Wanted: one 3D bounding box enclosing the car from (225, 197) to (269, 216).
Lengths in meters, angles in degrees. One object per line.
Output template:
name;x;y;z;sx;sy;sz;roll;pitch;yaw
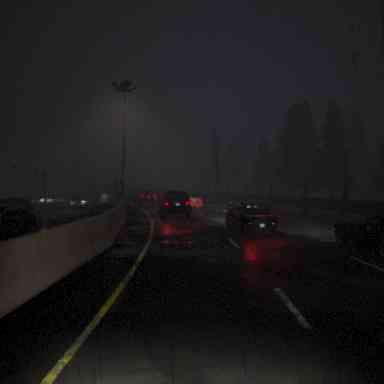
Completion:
car;4.803;1.245;30.037;2.033;1.411;5.357;1;1;-12

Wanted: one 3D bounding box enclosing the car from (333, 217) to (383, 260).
car;7.028;1.551;12.091;1.895;1.301;4.718;1;1;-2

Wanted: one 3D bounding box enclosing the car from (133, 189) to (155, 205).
car;-6.082;0.607;42.666;2.150;2.045;5.566;1;1;-19

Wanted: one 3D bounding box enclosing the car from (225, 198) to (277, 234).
car;3.064;1.312;18.011;2.128;1.511;4.902;1;1;-6

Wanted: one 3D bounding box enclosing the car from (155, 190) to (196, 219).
car;-1.400;0.890;25.162;2.150;2.045;5.566;1;1;-9

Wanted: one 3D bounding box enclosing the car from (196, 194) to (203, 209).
car;-0.361;0.899;36.159;2.097;1.767;4.553;1;1;-15

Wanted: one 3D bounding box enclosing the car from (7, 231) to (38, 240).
car;-7.180;1.239;11.870;2.128;1.511;4.902;1;1;-3
